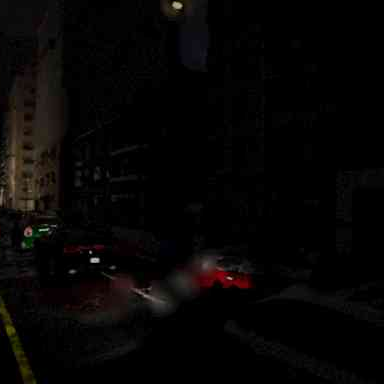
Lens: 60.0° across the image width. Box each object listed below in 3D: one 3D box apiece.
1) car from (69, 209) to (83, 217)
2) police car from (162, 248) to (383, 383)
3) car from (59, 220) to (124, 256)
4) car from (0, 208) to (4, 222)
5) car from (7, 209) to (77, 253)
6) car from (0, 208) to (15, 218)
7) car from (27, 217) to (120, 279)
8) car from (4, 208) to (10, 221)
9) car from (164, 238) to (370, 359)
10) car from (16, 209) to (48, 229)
[{"bbox_3d":[-8.139,1.968,20.725,2.192,1.841,5.009,2,-2,-35],"label":"car"},{"bbox_3d":[1.452,1.581,3.390,1.930,1.638,5.238,2,-3,-35],"label":"police car"},{"bbox_3d":[-5.016,2.112,16.190,1.802,1.307,4.206,2,-2,-35],"label":"car"},{"bbox_3d":[-21.710,2.356,35.420,2.097,1.767,4.553,2,-3,-34],"label":"car"},{"bbox_3d":[-7.557,1.855,16.440,2.097,1.767,4.553,2,-3,-35],"label":"car"},{"bbox_3d":[-26.894,2.957,47.870,1.947,1.339,4.313,2,-2,-35],"label":"car"},{"bbox_3d":[-4.167,1.850,11.524,1.882,1.535,5.008,2,-3,-35],"label":"car"},{"bbox_3d":[-20.644,2.694,38.820,2.008,1.369,4.403,2,-2,-35],"label":"car"},{"bbox_3d":[1.234,1.870,7.139,1.802,1.307,4.206,2,-2,-35],"label":"car"},{"bbox_3d":[-14.391,2.337,29.772,1.967,1.590,4.097,2,-2,-35],"label":"car"}]
